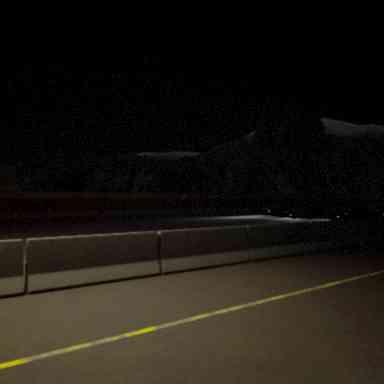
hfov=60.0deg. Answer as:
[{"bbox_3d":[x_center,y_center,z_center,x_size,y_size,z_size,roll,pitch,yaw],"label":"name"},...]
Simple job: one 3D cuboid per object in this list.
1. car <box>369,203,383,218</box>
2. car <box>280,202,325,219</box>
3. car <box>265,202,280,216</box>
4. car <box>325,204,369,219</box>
[{"bbox_3d":[18.411,1.585,29.417,5.566,2.045,2.150,1,-1,-35],"label":"car"},{"bbox_3d":[11.603,1.866,33.212,5.357,1.411,2.033,1,0,-35],"label":"car"},{"bbox_3d":[10.136,1.815,36.468,4.902,1.511,2.128,1,0,-35],"label":"car"},{"bbox_3d":[15.395,1.893,31.577,5.357,1.411,2.033,1,0,-35],"label":"car"}]
